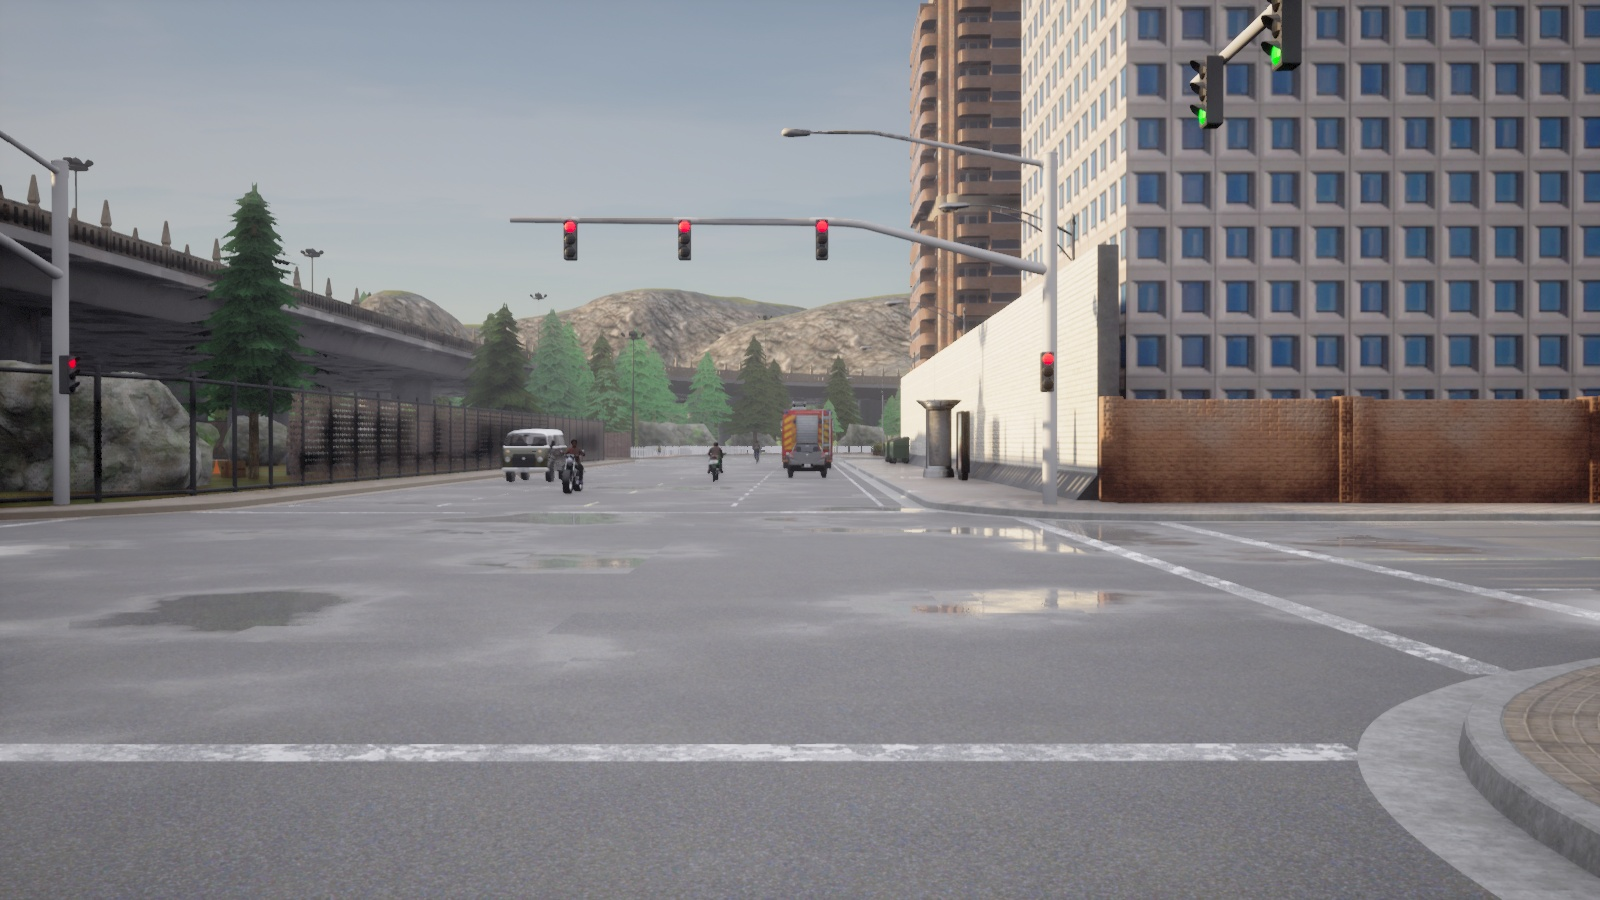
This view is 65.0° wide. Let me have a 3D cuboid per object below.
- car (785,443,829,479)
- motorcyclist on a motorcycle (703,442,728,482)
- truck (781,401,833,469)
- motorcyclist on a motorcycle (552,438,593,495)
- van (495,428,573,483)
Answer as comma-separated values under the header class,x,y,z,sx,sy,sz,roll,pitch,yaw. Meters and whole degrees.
class,x,y,z,sx,sy,sz,roll,pitch,yaw
car,0.311,0.446,54.319,1.845,1.501,3.633,0,0,0
motorcyclist on a motorcycle,-3.223,0.447,48.149,0.797,1.523,2.044,0,0,0
truck,0.423,-0.851,74.736,2.891,3.827,8.468,0,0,0
motorcyclist on a motorcycle,-6.781,0.474,37.514,0.766,1.649,2.350,0,1,0
van,-10.220,0.180,48.577,2.069,2.038,4.480,0,0,0
